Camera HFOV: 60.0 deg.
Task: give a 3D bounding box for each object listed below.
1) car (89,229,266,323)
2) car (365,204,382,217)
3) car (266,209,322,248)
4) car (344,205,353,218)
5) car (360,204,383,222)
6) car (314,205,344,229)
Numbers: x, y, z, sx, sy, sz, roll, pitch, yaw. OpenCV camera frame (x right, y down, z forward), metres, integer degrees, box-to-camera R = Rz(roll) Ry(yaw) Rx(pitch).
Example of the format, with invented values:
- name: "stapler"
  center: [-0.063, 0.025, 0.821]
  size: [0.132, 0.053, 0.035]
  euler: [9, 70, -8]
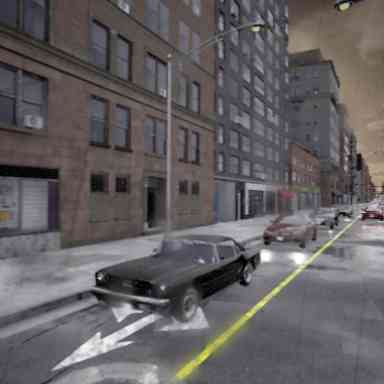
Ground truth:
- name: "car"
  center: [-0.021, 1.714, 7.712]
  size: [1.895, 1.301, 4.718]
  euler: [0, -1, 30]
- name: "car"
  center: [23.091, 2.310, 42.245]
  size: [1.812, 1.442, 4.674]
  euler: [0, -1, 30]
- name: "car"
  center: [4.999, 1.799, 16.537]
  size: [1.812, 1.442, 4.674]
  euler: [0, -1, 30]
- name: "car"
  center: [17.629, 2.238, 38.692]
  size: [2.033, 1.411, 5.357]
  euler: [0, -1, 29]
- name: "car"
  center: [18.070, 2.126, 33.271]
  size: [1.812, 1.442, 4.674]
  euler: [0, -1, 30]
- name: "car"
  center: [10.117, 1.929, 25.576]
  size: [2.128, 1.511, 4.902]
  euler: [0, -1, 30]
